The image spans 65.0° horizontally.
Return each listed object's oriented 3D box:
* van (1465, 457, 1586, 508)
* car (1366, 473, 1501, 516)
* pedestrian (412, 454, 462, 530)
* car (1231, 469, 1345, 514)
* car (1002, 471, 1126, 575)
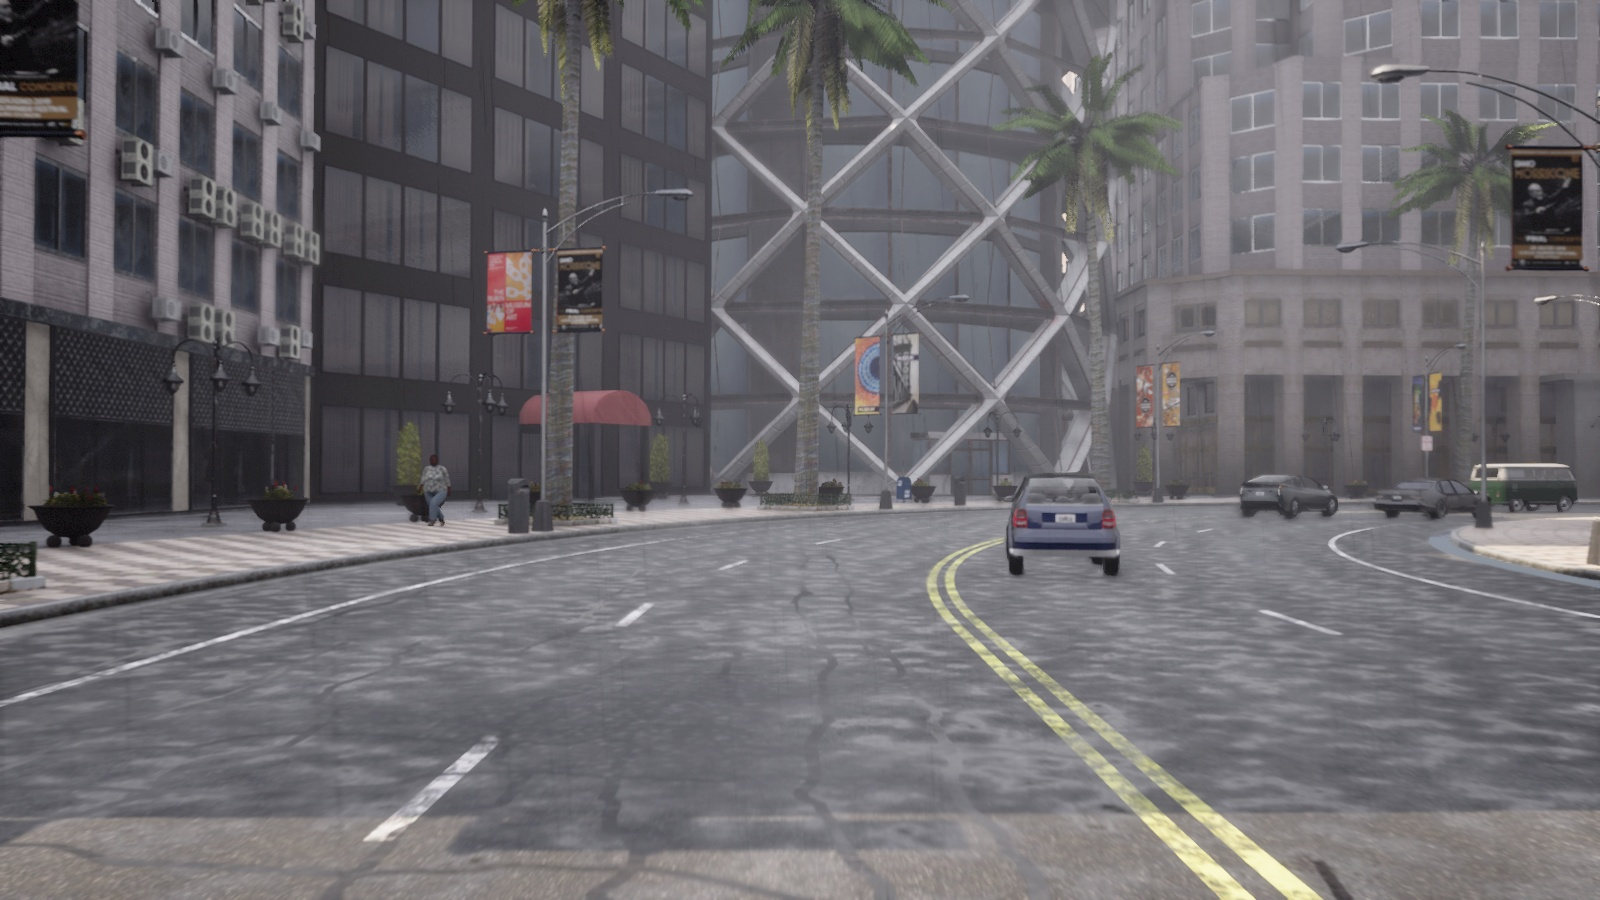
[{"bbox_3d":[29.709,1.309,51.410,4.442,1.987,1.775,0,-1,-19],"label":"van"},{"bbox_3d":[22.290,1.511,44.086,5.357,1.411,2.033,0,-1,-37],"label":"car"},{"bbox_3d":[-8.896,1.023,30.815,0.874,1.855,0.900,0,-1,10],"label":"pedestrian"},{"bbox_3d":[17.406,1.440,44.679,4.514,1.525,2.007,1,-1,-43],"label":"car"},{"bbox_3d":[4.255,1.123,20.684,1.789,1.549,3.705,0,-1,9],"label":"car"}]
